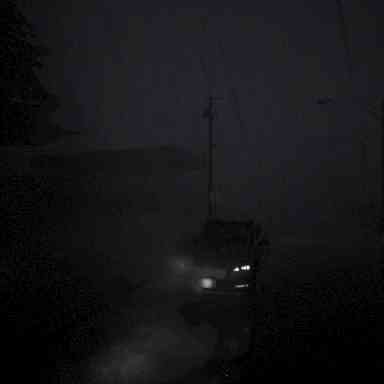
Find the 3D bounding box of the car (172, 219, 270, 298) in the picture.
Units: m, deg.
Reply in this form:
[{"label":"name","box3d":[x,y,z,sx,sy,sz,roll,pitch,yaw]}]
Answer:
[{"label":"car","box3d":[1.001,1.503,8.769,2.128,1.511,4.902,0,0,17]}]

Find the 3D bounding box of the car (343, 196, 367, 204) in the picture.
[{"label":"car","box3d":[30.100,1.541,61.842,3.633,1.501,1.845,0,0,28]}]

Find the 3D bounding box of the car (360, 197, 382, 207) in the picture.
[{"label":"car","box3d":[32.676,1.787,60.700,4.974,1.542,2.038,0,0,-43]}]

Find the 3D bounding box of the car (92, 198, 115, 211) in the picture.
[{"label":"car","box3d":[-10.329,1.443,39.669,1.845,1.501,3.633,0,0,17]}]

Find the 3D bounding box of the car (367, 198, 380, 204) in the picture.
[{"label":"car","box3d":[32.638,1.630,60.665,4.536,1.218,1.853,0,0,-43]}]
